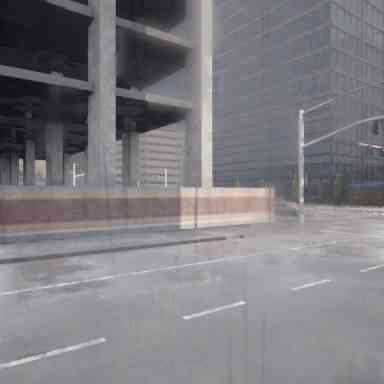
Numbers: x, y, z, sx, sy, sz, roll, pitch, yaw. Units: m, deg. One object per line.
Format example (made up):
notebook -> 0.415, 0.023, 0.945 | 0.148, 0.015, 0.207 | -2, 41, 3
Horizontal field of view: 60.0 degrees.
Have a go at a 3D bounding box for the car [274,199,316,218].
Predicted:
car -> 8.820, 1.601, 30.353 | 1.895, 1.301, 4.718 | 0, 0, -35

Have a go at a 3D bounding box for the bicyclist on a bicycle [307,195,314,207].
bicyclist on a bicycle -> 16.514, 1.301, 46.176 | 1.656, 1.620, 0.582 | 0, 0, -36

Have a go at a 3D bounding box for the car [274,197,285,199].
car -> 9.320, 1.351, 35.687 | 2.097, 1.767, 4.553 | 0, 0, -36
